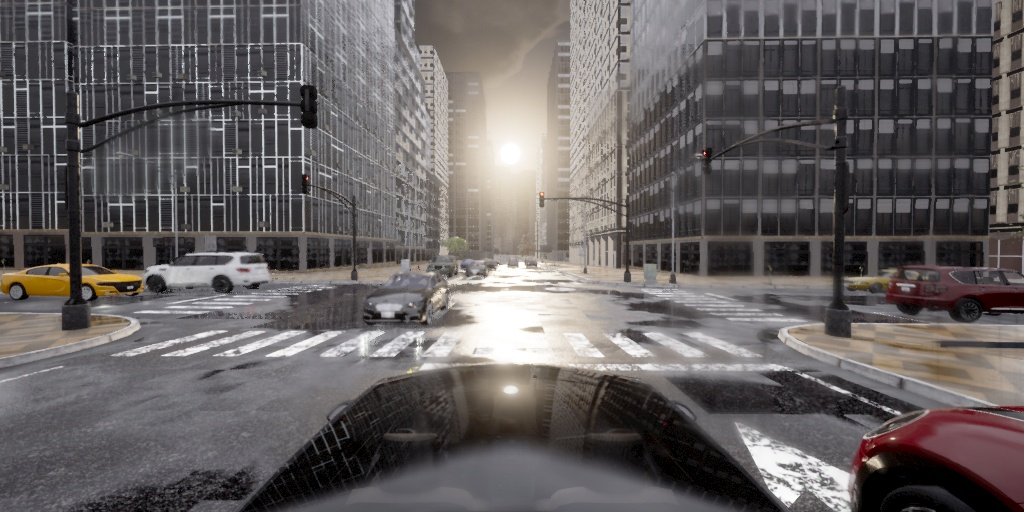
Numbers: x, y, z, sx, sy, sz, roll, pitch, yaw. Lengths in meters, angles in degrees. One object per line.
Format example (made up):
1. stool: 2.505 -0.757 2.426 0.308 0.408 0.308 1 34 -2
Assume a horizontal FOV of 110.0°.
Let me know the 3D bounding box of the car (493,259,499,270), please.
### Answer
1. car: -3.188 1.318 50.464 1.895 1.301 4.718 0 0 0

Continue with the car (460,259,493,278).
1. car: -3.244 1.221 33.993 2.128 1.511 4.902 0 0 1

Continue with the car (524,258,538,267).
1. car: 3.453 1.304 63.411 1.895 1.301 4.718 0 0 0

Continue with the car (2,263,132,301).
1. car: -19.229 1.086 15.833 5.008 1.535 1.882 1 1 3

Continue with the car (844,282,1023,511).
1. car: 3.254 1.103 0.441 2.097 1.767 4.553 0 0 0

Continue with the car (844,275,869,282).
1. car: 21.863 1.409 20.821 4.829 1.417 1.751 0 0 1

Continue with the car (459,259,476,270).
1. car: -6.426 1.192 52.723 1.882 1.535 5.008 0 0 0

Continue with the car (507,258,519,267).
1. car: 0.203 1.267 63.393 1.994 1.385 4.181 0 0 0

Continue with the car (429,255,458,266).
1. car: -6.485 0.947 34.205 2.150 2.045 5.566 0 1 0

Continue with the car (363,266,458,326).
1. car: -3.310 1.288 12.041 2.128 1.511 4.902 1 0 0

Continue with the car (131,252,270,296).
1. car: -15.585 0.820 18.452 5.566 2.045 2.150 0 2 1

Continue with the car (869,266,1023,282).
1. car: 16.225 1.282 12.555 5.009 1.841 2.192 0 0 1
